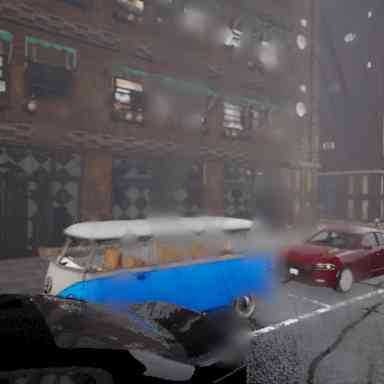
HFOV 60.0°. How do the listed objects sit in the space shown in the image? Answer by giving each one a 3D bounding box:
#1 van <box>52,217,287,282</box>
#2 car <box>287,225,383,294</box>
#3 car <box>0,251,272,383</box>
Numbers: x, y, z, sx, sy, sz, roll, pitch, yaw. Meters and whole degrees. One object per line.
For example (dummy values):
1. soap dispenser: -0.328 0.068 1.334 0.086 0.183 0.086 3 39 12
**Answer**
1. van: -0.407 1.367 5.754 3.998 1.788 1.690 1 0 -35
2. car: 4.207 1.623 9.048 4.507 1.381 1.887 1 0 -35
3. car: -1.878 1.472 1.731 5.008 1.535 1.882 1 0 -35
